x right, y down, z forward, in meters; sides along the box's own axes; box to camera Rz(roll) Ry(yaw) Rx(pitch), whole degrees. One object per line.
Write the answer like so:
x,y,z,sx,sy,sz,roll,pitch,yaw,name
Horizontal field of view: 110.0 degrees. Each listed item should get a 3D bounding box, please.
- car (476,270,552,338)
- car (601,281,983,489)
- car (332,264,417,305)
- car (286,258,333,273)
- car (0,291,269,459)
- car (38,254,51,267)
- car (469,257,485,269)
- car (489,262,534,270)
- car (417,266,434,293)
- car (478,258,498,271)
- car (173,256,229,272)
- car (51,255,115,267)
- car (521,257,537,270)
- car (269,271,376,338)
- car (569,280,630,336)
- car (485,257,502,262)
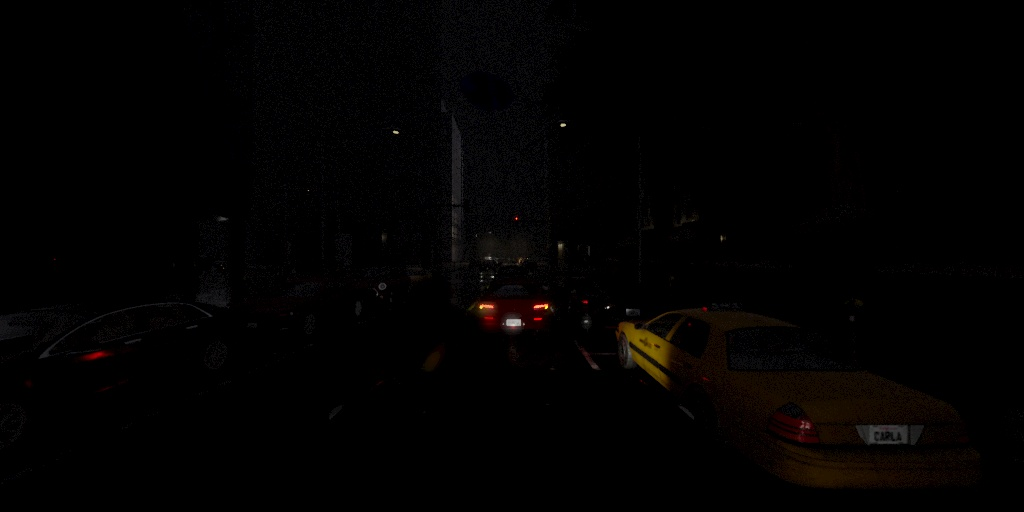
0.061,1.276,10.059,1.812,1.442,4.674,0,0,0,car
2.760,1.275,4.939,1.751,1.417,4.829,0,0,0,car
-5.778,1.190,15.670,1.967,1.591,4.097,0,0,0,car
-17.857,0.935,32.571,4.892,1.490,1.837,1,0,0,car
-5.765,1.300,4.756,2.007,1.370,4.403,0,0,0,car
-48.228,0.416,35.630,4.181,1.385,1.994,1,0,0,car
-5.829,1.077,58.535,2.192,1.841,5.009,0,0,0,car
-0.001,1.255,18.925,1.837,1.490,4.892,0,0,0,car
-5.784,1.276,20.957,1.751,1.417,4.829,0,0,0,car
-3.152,1.284,47.945,1.812,1.442,4.674,0,0,0,car
-27.805,0.743,32.541,4.892,1.490,1.837,1,0,0,car
-38.202,0.604,32.521,4.181,1.385,1.994,1,0,0,car
2.703,1.200,53.107,1.967,1.591,4.097,0,0,0,car
-5.771,1.295,10.213,1.888,1.381,4.507,0,0,0,car
2.754,1.316,10.225,1.948,1.339,4.313,0,0,0,car
-3.151,1.326,57.913,1.994,1.385,4.181,0,0,0,car
